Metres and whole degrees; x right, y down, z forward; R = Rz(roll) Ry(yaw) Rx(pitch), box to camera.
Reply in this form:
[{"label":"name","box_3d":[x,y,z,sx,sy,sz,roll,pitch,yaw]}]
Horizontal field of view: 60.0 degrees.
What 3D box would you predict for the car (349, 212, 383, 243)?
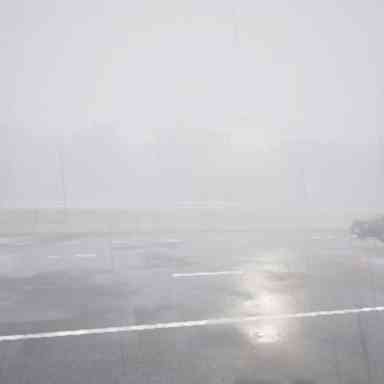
[{"label":"car","box_3d":[10.468,1.784,17.174,4.674,1.442,1.812,1,-1,-13]}]
